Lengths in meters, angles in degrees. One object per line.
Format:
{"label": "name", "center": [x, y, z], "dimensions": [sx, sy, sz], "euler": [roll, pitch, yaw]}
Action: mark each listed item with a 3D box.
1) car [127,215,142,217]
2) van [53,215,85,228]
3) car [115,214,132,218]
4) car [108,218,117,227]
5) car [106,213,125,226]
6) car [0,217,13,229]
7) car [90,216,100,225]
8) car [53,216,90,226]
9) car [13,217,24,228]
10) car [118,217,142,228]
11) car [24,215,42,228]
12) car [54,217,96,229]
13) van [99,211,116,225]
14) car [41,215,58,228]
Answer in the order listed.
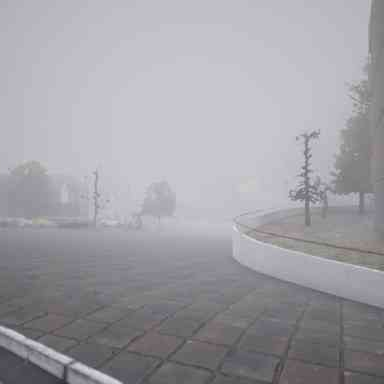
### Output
{"label": "car", "center": [-15.729, 7.699, 87.780], "dimensions": [2.163, 1.488, 4.792], "euler": [1, 1, 9]}
{"label": "van", "center": [-20.388, 4.898, 55.132], "dimensions": [4.442, 1.987, 1.878], "euler": [0, -6, 5]}
{"label": "car", "center": [-18.194, 7.612, 89.593], "dimensions": [1.946, 1.575, 5.366], "euler": [0, 1, 10]}
{"label": "car", "center": [-14.230, 6.570, 68.781], "dimensions": [4.674, 1.452, 2.002], "euler": [0, -5, 5]}
{"label": "car", "center": [-20.846, 7.448, 90.887], "dimensions": [2.185, 1.767, 4.553], "euler": [0, 1, 10]}
{"label": "car", "center": [-23.039, 3.511, 36.946], "dimensions": [1.895, 1.301, 4.718], "euler": [-1, -6, 24]}
{"label": "car", "center": [-19.244, 5.404, 57.845], "dimensions": [4.892, 1.521, 2.231], "euler": [0, -5, 5]}
{"label": "car", "center": [-17.599, 4.674, 48.996], "dimensions": [1.812, 1.442, 4.674], "euler": [-1, -6, 24]}
{"label": "car", "center": [-25.528, 4.034, 44.154], "dimensions": [4.674, 1.452, 2.002], "euler": [0, -5, 5]}
{"label": "car", "center": [-11.292, 6.063, 62.811], "dimensions": [2.128, 1.511, 4.902], "euler": [-1, -6, 25]}
{"label": "car", "center": [-24.285, 4.316, 46.902], "dimensions": [4.674, 1.452, 2.002], "euler": [0, -6, 5]}
{"label": "car", "center": [-15.508, 4.367, 44.254], "dimensions": [1.895, 1.301, 4.718], "euler": [-1, -6, 24]}
{"label": "van", "center": [-23.427, 7.300, 92.557], "dimensions": [1.878, 1.987, 4.442], "euler": [0, 1, 10]}
{"label": "car", "center": [-23.209, 4.554, 49.655], "dimensions": [5.366, 1.575, 1.946], "euler": [0, -5, 5]}
